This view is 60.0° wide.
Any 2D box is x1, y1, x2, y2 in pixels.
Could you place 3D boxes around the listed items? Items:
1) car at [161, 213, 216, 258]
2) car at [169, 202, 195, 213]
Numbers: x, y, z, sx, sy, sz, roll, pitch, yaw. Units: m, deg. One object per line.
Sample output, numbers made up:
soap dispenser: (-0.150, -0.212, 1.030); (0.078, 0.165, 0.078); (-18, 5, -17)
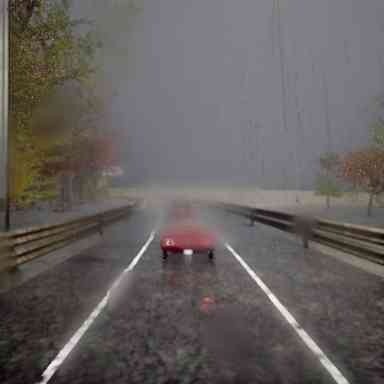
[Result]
car: (-0.175, 1.734, 13.311); (1.895, 1.301, 4.718); (0, -1, -1)
car: (-0.882, 1.637, 28.530); (2.097, 1.767, 4.553); (0, -1, -3)
